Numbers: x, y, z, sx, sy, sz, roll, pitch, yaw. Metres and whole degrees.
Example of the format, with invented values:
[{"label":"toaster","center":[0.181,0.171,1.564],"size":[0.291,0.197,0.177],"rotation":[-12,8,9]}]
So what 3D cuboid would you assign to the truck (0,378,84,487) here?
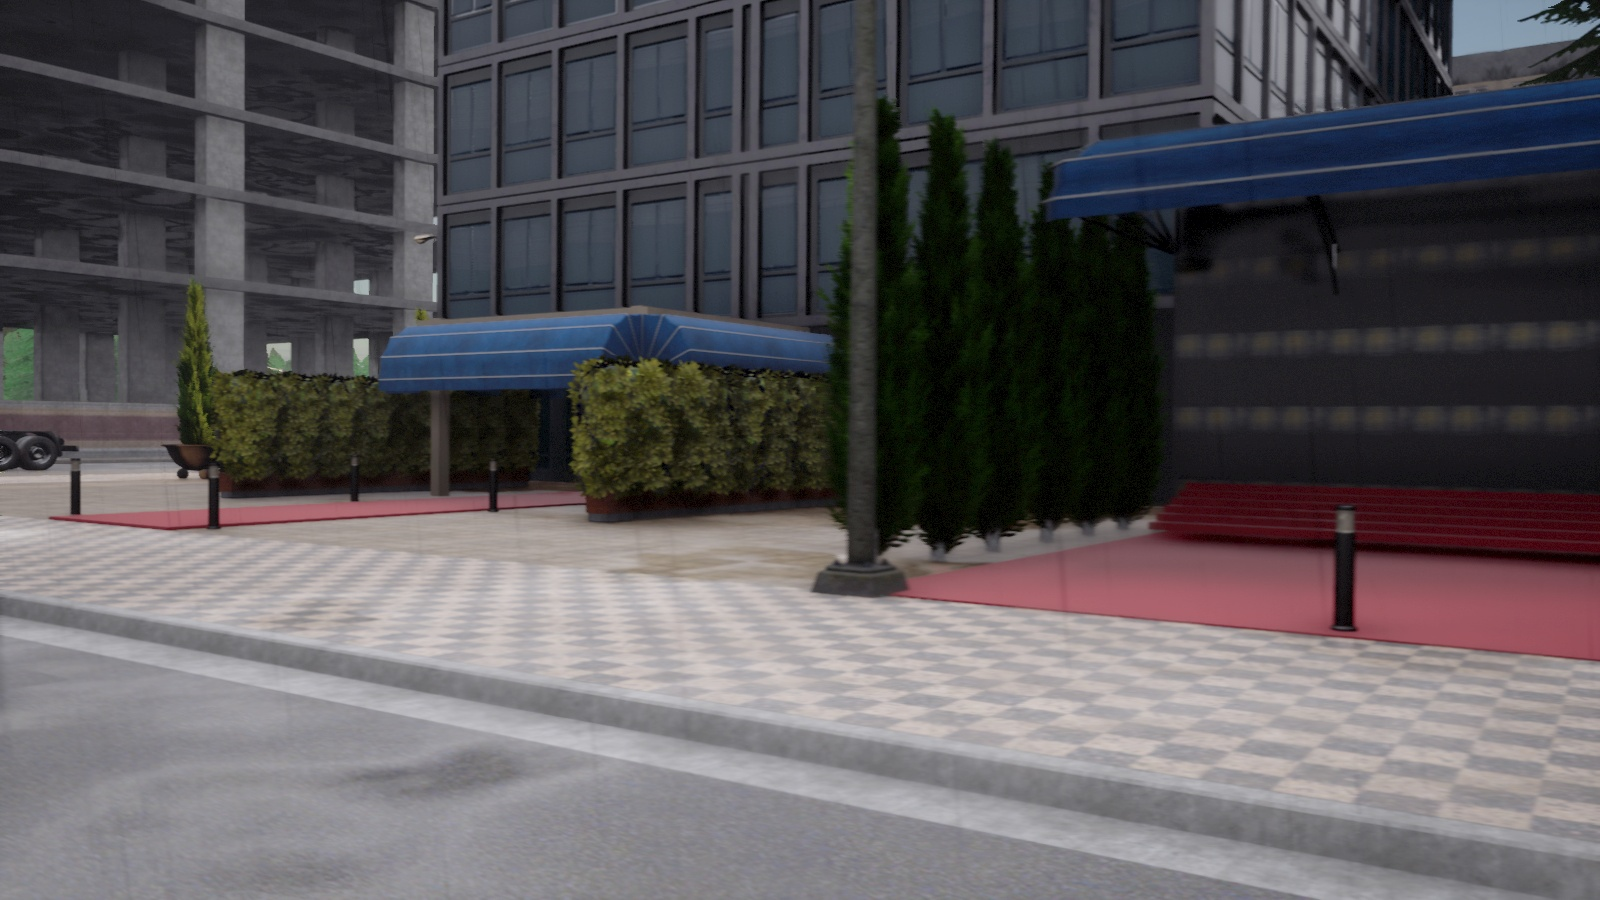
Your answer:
[{"label":"truck","center":[-27.418,-0.542,39.552],"size":[2.891,3.462,7.936],"rotation":[0,1,34]}]
